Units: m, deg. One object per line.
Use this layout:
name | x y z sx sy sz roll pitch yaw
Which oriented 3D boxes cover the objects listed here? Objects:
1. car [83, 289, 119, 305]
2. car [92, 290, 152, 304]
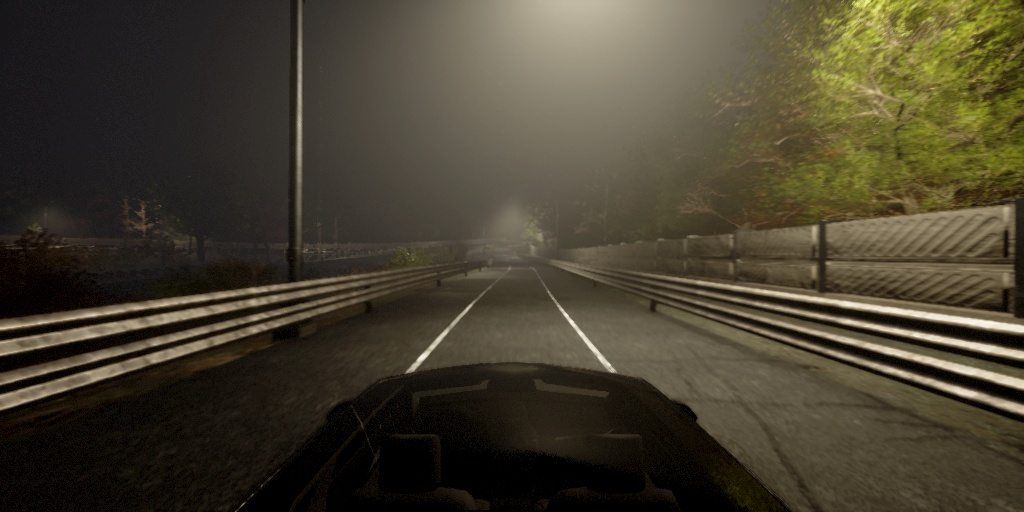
car | -47.139 4.686 42.303 2.097 1.767 4.553 2 4 16
car | -43.764 4.962 41.391 2.033 1.411 5.357 1 4 16
